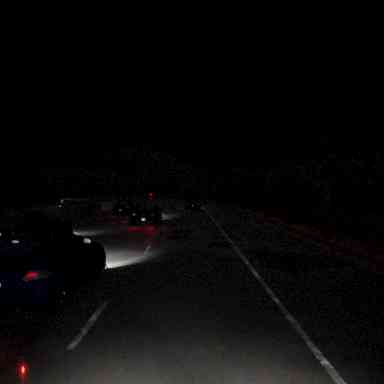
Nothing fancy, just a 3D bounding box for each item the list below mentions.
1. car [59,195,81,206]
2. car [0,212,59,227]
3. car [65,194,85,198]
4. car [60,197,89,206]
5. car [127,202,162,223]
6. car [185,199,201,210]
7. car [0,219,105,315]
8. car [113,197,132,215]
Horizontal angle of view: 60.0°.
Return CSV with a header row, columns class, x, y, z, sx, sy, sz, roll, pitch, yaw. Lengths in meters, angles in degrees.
class,x,y,z,sx,sy,sz,roll,pitch,yaw
car,-21.070,1.467,57.616,2.097,1.767,4.553,0,0,0
car,-6.898,1.555,14.333,2.033,1.411,5.357,0,0,0
car,-17.564,1.309,49.785,2.150,2.045,5.566,0,0,0
car,-14.086,1.656,40.309,1.895,1.301,4.718,0,0,0
car,-3.397,1.622,25.502,1.895,1.301,4.718,0,0,0
car,0.105,1.626,42.929,1.994,1.385,4.181,0,0,0
car,-3.399,1.567,7.649,1.994,1.385,4.181,0,0,0
car,-6.896,1.564,34.373,1.812,1.442,4.674,0,0,0
